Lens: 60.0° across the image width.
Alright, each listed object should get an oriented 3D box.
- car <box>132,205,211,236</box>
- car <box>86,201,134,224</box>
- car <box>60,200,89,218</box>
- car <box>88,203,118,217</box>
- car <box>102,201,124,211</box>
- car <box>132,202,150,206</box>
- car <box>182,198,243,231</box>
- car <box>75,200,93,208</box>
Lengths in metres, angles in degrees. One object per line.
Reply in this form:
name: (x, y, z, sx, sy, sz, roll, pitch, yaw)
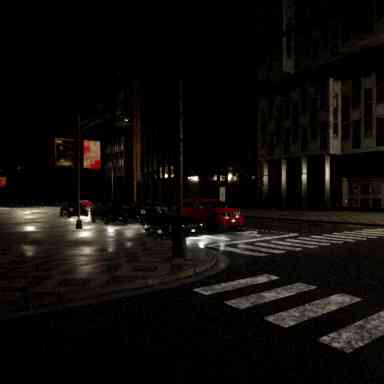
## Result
car: (-1.476, 1.793, 20.617, 2.033, 1.411, 5.357, 0, -1, -36)
car: (-7.167, 1.855, 28.568, 1.882, 1.535, 5.008, 0, -1, -36)
car: (-13.078, 1.867, 36.840, 2.097, 1.767, 4.553, 0, -1, -35)
car: (-10.430, 2.025, 38.724, 1.812, 1.442, 4.674, 0, -1, -35)
car: (-12.711, 2.208, 53.399, 1.994, 1.385, 4.181, 0, -1, -35)
car: (-4.647, 1.717, 30.639, 2.097, 1.767, 4.553, 0, -1, -36)
car: (1.008, 1.455, 22.774, 2.150, 2.045, 5.566, 0, -1, -34)
car: (-21.173, 2.318, 65.217, 1.882, 1.535, 5.008, 0, -1, -36)
